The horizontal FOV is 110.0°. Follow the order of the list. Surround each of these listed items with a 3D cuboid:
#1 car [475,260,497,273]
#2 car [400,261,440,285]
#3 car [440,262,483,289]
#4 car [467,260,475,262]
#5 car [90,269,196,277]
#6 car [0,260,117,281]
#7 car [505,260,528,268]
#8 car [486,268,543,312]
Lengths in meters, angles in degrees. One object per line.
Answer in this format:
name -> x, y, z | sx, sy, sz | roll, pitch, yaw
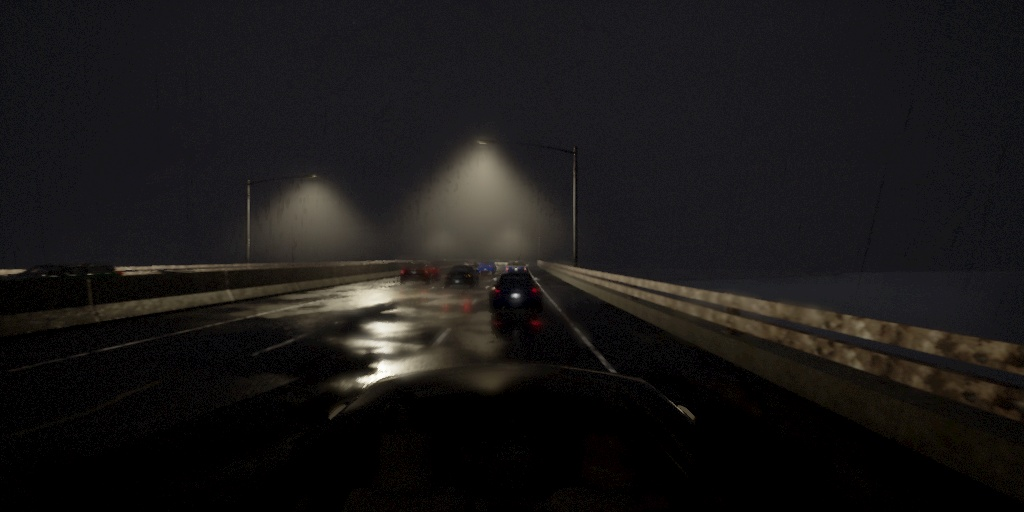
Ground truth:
car -> -2.905, 1.351, 42.544 | 1.882, 1.535, 5.008 | 0, 0, 1
car -> -6.708, 1.170, 26.837 | 2.097, 1.767, 4.553 | 0, 0, 1
car -> -3.249, 1.336, 23.787 | 1.812, 1.442, 4.674 | 0, 0, 1
car -> -6.069, 1.417, 54.887 | 2.128, 1.511, 4.902 | 0, 0, 2
car -> -17.496, 1.387, 18.127 | 1.895, 1.301, 4.718 | 0, 0, 1
car -> -21.012, 1.131, 16.499 | 2.097, 1.767, 4.553 | 0, 0, 1
car -> 0.398, 1.192, 33.000 | 2.097, 1.767, 4.553 | 0, 0, 1
car -> 0.156, 1.348, 14.389 | 1.994, 1.385, 4.181 | 0, 0, 0
